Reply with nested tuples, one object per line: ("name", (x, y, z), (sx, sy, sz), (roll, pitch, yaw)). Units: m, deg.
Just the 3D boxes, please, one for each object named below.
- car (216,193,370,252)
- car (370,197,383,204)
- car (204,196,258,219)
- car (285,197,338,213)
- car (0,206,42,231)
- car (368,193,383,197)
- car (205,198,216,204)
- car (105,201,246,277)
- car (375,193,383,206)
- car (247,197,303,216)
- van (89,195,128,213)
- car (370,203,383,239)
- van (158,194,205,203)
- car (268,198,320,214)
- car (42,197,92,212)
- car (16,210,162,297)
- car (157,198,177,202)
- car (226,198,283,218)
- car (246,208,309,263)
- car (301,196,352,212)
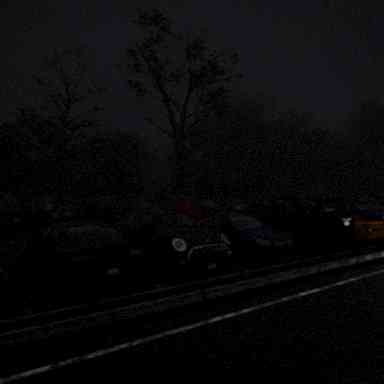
("car", (3.835, 1.183, 13.793), (2.435, 2.045, 5.566), (0, 0, -36))
("car", (8.434, 1.274, 17.080), (2.185, 1.767, 4.553), (0, 0, -36))
("car", (3.274, 1.257, 28.838), (2.185, 1.767, 4.553), (0, 0, -36))
("car", (12.588, 1.312, 35.445), (2.097, 1.535, 5.008), (0, 0, -36))
("car", (-10.413, 1.516, 19.071), (2.163, 1.488, 4.792), (-1, 0, -36))
("car", (21.770, 1.240, 42.021), (2.231, 1.521, 4.892), (0, 0, -36))
("car", (0.991, 1.400, 27.177), (2.097, 1.535, 5.008), (0, 0, -36))
("car", (-0.765, 1.344, 10.512), (2.185, 1.767, 4.553), (0, 0, -36))
("car", (28.711, 1.042, 46.891), (2.185, 1.767, 4.553), (0, 0, -36))
("car", (7.885, 1.347, 32.098), (2.097, 1.535, 5.008), (0, 0, -36))
("van", (-5.869, 1.226, 22.418), (1.878, 1.987, 4.442), (-1, 0, -35))
("car", (6.045, 1.414, 15.564), (1.946, 1.575, 5.366), (0, 0, -36))
("van", (-1.269, 1.191, 25.699), (1.878, 1.987, 4.442), (0, 0, -36))
("car", (10.270, 1.359, 33.832), (2.163, 1.488, 4.792), (0, 0, -36))
("car", (-8.181, 1.344, 20.586), (2.185, 1.767, 4.553), (0, 0, -36))
("car", (-3.042, 1.487, 8.841), (2.097, 1.535, 5.008), (0, 0, -36))
("car", (-3.504, 1.435, 23.969), (2.231, 1.521, 4.892), (0, 0, -36))
("car", (5.593, 1.365, 30.450), (2.097, 1.535, 5.008), (0, 0, -36))
("car", (1.552, 1.492, 12.131), (2.002, 1.452, 4.674), (0, 0, -36))
("car", (14.886, 1.294, 37.086), (2.097, 1.535, 5.008), (0, 0, -36))
